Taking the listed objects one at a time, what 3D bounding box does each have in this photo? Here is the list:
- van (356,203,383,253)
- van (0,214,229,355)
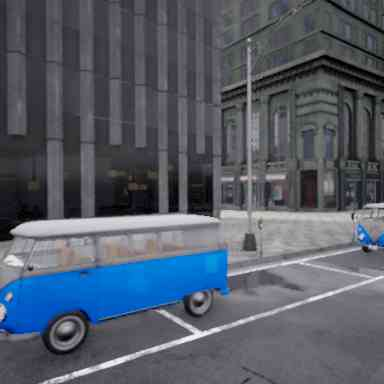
[{"bbox_3d":[7.609,1.273,12.071,3.998,1.788,1.690,0,0,-35],"label":"van"},{"bbox_3d":[-1.208,1.330,5.788,3.998,1.788,1.690,0,0,-35],"label":"van"}]
